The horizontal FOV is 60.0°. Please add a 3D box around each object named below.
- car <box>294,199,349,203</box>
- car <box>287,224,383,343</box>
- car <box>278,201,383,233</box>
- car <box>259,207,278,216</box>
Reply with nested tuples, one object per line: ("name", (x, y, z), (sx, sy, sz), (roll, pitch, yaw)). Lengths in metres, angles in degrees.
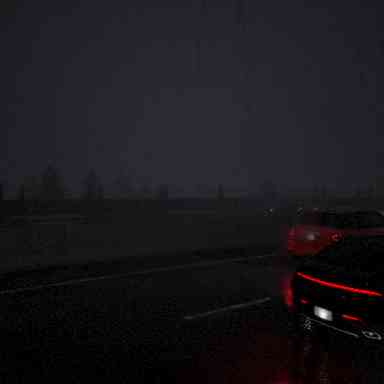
("car", (10.102, 1.306, 24.858), (4.553, 1.767, 2.097), (0, 0, -22))
("car", (3.956, 1.496, 6.026), (4.892, 1.490, 1.837), (0, 0, -31))
("car", (5.329, 1.333, 10.793), (4.553, 1.767, 2.097), (0, 0, -29))
("car", (8.023, 1.543, 27.807), (4.718, 1.301, 1.895), (0, 0, -22))
